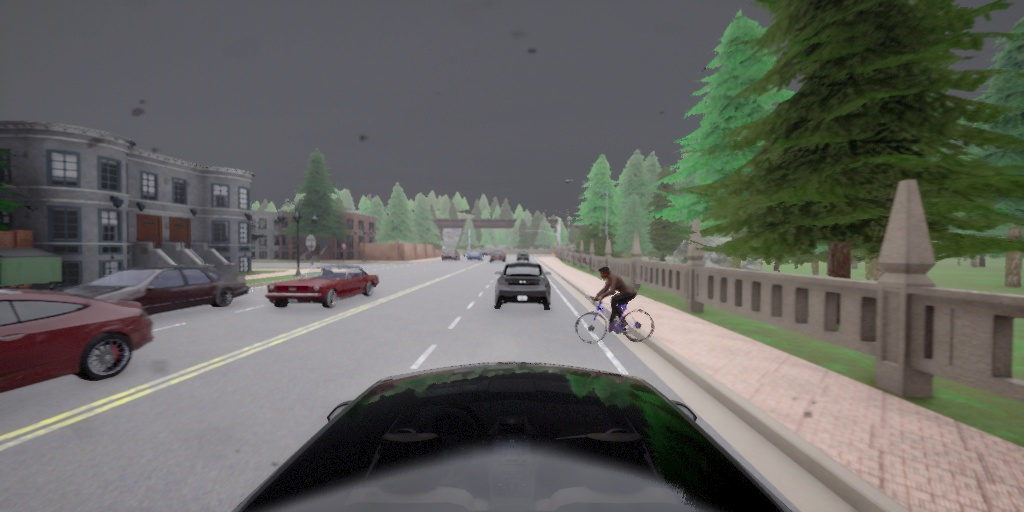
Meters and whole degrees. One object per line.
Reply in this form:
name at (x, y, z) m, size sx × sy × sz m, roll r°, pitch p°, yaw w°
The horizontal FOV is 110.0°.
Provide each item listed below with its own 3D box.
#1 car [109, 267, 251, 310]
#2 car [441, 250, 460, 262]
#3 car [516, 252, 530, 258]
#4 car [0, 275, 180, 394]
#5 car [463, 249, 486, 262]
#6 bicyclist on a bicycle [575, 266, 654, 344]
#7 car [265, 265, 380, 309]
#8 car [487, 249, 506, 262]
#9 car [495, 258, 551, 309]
car at (-10.356, 1.026, 10.432) m, size 2.033 × 1.411 × 5.357 m, roll 0°, pitch 1°, yaw 2°
car at (-9.065, -0.138, 53.341) m, size 2.097 × 1.767 × 4.553 m, roll 0°, pitch 1°, yaw 3°
car at (1.606, 0.105, 52.646) m, size 1.837 × 1.490 × 4.892 m, roll 0°, pitch 1°, yaw 2°
car at (-7.048, 1.170, 4.184) m, size 1.812 × 1.442 × 4.674 m, roll 0°, pitch 1°, yaw 2°
car at (-5.529, 0.008, 53.525) m, size 1.882 × 1.535 × 5.008 m, roll 0°, pitch 1°, yaw 2°
bicyclist on a bicycle at (2.125, 1.026, 7.502) m, size 1.656 × 1.620 × 0.582 m, roll -3°, pitch 1°, yaw 2°
car at (-6.752, 1.038, 13.365) m, size 1.895 × 1.301 × 4.718 m, roll 0°, pitch 1°, yaw 2°
car at (-1.929, -0.046, 51.532) m, size 2.097 × 1.767 × 4.553 m, roll 0°, pitch 1°, yaw 2°
car at (0.405, 0.991, 13.399) m, size 1.837 × 1.490 × 4.892 m, roll 0°, pitch 1°, yaw 2°
